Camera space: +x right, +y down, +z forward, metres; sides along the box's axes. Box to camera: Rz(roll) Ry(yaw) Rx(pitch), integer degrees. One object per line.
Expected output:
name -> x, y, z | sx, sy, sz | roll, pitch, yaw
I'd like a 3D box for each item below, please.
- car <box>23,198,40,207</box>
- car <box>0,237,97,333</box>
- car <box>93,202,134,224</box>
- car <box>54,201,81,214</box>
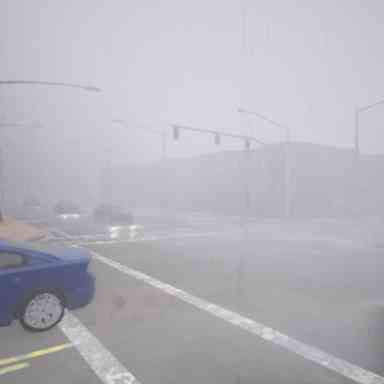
car -> -26.114, 1.668, 53.988 | 2.033, 1.411, 5.357 | 1, 0, -35
car -> -4.084, 1.484, 5.251 | 5.008, 1.535, 1.882 | 1, 0, -35
car -> -6.232, 1.605, 25.984 | 1.837, 1.490, 4.892 | 1, 0, -35
car -> -13.707, 1.671, 36.452 | 1.994, 1.385, 4.181 | 1, 0, -36
